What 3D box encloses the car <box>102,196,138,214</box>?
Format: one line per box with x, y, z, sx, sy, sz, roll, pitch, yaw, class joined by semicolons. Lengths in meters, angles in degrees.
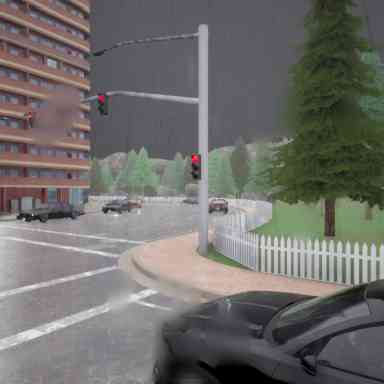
-7.797;1.492;35.386;2.033;1.411;5.357;0;0;7;car

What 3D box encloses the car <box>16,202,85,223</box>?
-10.616;1.492;25.567;2.033;1.411;5.357;0;0;24;car

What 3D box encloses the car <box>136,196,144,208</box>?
-8.096;1.296;45.682;2.097;1.767;4.553;0;0;-11;car

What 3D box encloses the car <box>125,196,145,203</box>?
-11.783;1.470;68.722;4.674;1.442;1.812;0;0;44;car

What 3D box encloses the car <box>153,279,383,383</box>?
1.899;1.478;2.635;5.008;1.535;1.882;0;0;36;car

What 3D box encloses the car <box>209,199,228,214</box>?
2.831;1.470;35.202;1.812;1.442;4.674;0;0;7;car

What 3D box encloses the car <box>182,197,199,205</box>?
-0.016;1.492;56.748;2.033;1.411;5.357;0;0;-22;car
